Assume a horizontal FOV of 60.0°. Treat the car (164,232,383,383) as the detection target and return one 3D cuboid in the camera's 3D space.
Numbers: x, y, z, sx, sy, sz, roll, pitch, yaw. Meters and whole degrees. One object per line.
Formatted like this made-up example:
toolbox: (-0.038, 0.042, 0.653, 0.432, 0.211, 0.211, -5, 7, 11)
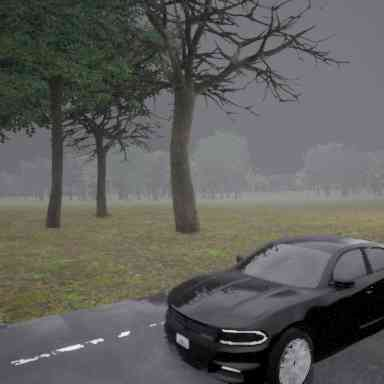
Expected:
car: (1.923, 1.473, 5.359, 5.008, 1.535, 1.882, 0, 0, -35)
